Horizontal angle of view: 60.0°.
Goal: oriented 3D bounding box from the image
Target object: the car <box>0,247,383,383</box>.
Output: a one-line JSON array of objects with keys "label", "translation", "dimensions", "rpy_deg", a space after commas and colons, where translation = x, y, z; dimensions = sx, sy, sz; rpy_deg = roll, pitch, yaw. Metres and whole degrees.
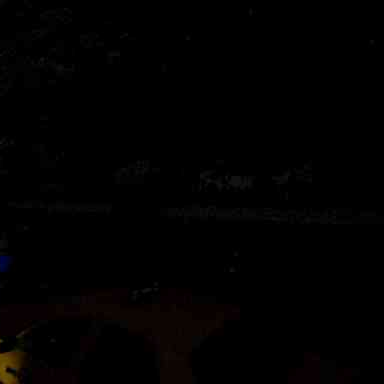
[{"label": "car", "translation": [-0.655, 1.522, 3.185], "dimensions": [4.829, 1.417, 1.752], "rpy_deg": [0, 0, 35]}]

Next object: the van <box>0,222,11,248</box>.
[{"label": "van", "translation": [-5.041, 1.329, 6.291], "dimensions": [3.998, 1.788, 1.690], "rpy_deg": [0, 0, 35]}]
